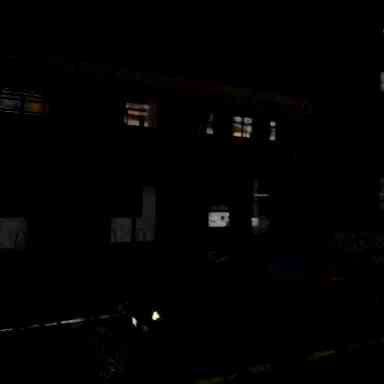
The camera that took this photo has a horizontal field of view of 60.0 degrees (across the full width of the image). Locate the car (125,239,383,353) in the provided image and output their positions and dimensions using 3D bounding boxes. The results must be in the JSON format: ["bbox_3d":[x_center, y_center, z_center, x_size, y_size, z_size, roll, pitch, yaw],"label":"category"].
[{"bbox_3d":[1.559,1.640,6.241,5.357,1.411,2.033,0,-1,-23],"label":"car"}]
